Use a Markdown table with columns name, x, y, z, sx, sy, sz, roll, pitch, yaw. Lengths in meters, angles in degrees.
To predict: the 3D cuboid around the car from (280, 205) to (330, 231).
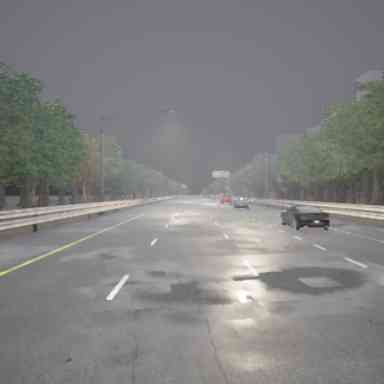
| name | x | y | z | sx | sy | sz | roll | pitch | yaw |
| --- | --- | --- | --- | --- | --- | --- | --- | --- | --- |
| car | 7.019 | 1.558 | 21.155 | 1.882 | 1.535 | 5.008 | 0 | -1 | 0 |

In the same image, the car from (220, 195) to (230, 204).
| name | x | y | z | sx | sy | sz | roll | pitch | yaw |
| --- | --- | --- | --- | --- | --- | --- | --- | --- | --- |
| car | 7.266 | 1.613 | 72.115 | 2.150 | 2.045 | 5.566 | 0 | 0 | 0 |

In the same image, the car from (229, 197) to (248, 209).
| name | x | y | z | sx | sy | sz | roll | pitch | yaw |
| --- | --- | --- | --- | --- | --- | --- | --- | --- | --- |
| car | 7.122 | 1.802 | 49.627 | 1.994 | 1.385 | 4.181 | 0 | 0 | 0 |
